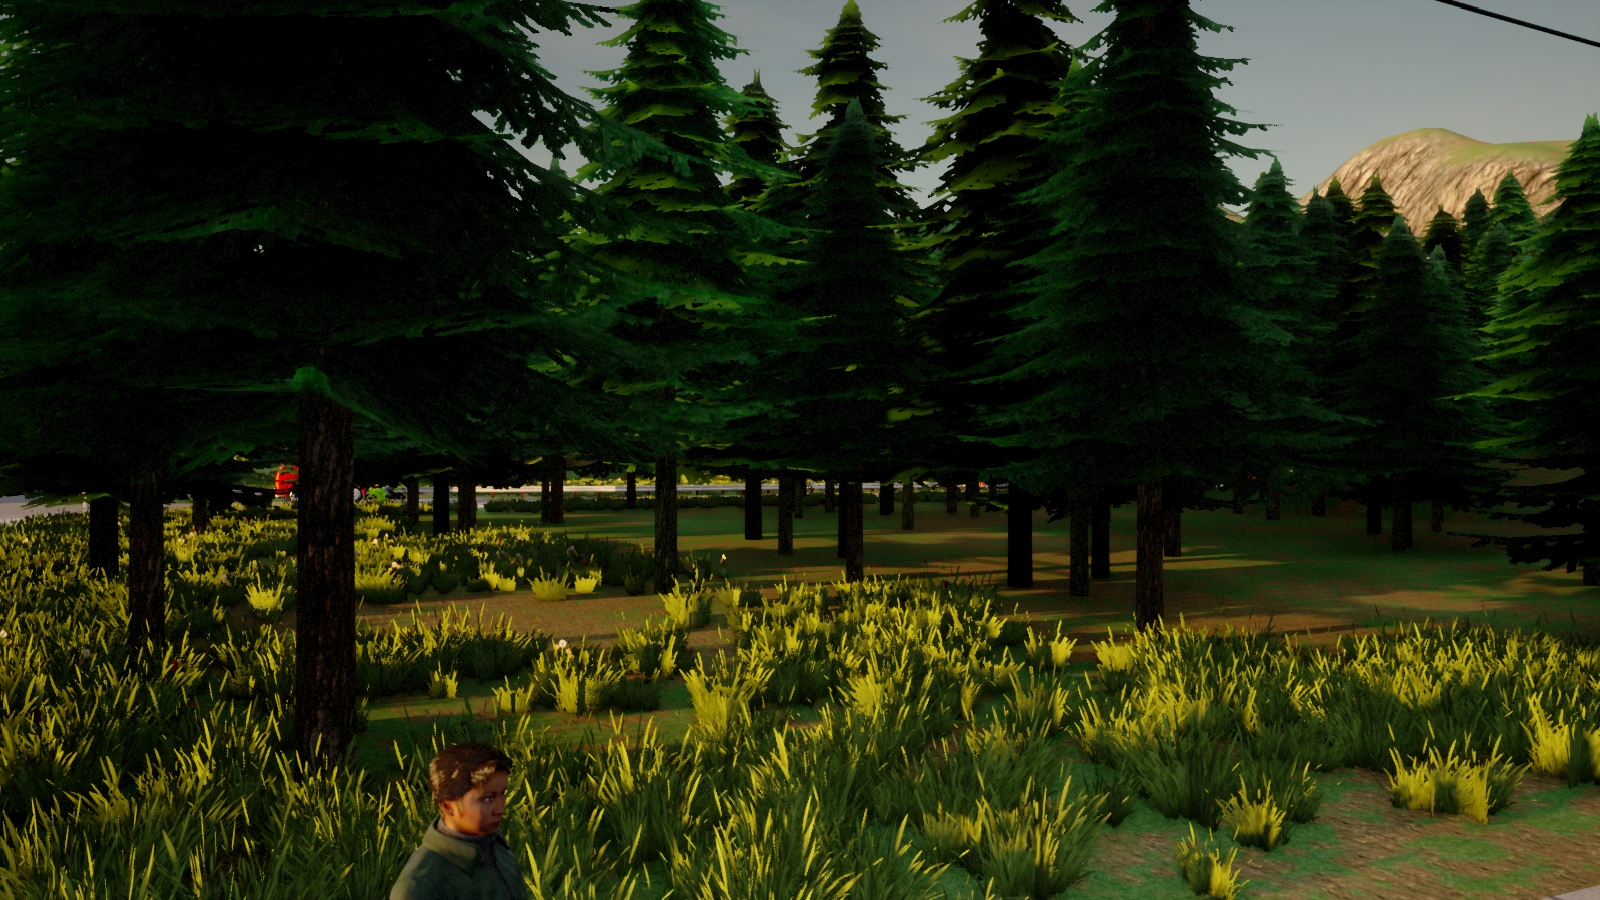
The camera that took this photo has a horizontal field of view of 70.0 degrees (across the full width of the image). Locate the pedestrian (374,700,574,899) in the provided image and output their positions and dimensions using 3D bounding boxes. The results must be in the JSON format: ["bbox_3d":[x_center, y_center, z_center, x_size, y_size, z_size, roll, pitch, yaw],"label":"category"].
[{"bbox_3d":[-0.879,1.663,3.115,0.375,1.860,0.375,0,0,19],"label":"pedestrian"}]
